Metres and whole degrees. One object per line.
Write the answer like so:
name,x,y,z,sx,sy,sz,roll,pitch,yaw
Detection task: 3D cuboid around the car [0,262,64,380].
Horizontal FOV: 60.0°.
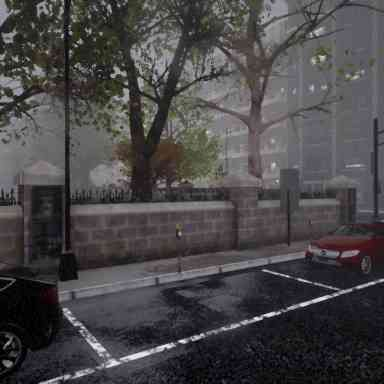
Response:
car,-3.791,1.566,3.886,4.313,1.339,1.947,0,0,-35

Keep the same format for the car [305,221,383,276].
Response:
car,5.279,1.581,10.232,4.206,1.307,1.802,0,0,-35
